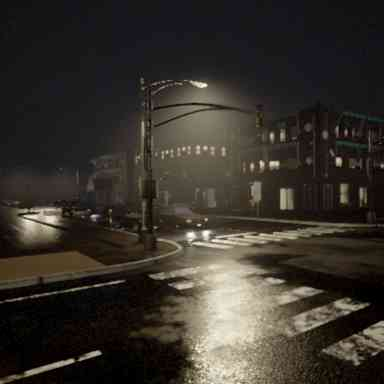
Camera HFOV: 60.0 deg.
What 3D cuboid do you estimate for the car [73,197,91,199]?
[{"bbox_3d":[-17.964,2.010,52.126,1.812,1.442,4.674,-1,0,-35],"label":"car"}]

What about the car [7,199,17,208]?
[{"bbox_3d":[-33.900,2.330,64.535,2.008,1.369,4.403,-2,0,-35],"label":"car"}]

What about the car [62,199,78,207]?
[{"bbox_3d":[-23.864,2.137,64.879,1.887,1.381,4.507,-2,0,-35],"label":"car"}]

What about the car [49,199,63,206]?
[{"bbox_3d":[-30.278,2.274,73.903,1.947,1.339,4.313,-2,0,-35],"label":"car"}]

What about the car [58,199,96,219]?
[{"bbox_3d":[-11.455,1.798,32.953,1.967,1.590,4.097,-2,0,-35],"label":"car"}]

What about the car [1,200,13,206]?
[{"bbox_3d":[-43.521,2.503,78.069,2.008,1.369,4.403,-2,0,-35],"label":"car"}]

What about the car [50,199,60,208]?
[{"bbox_3d":[-23.669,2.095,60.155,1.837,1.490,4.892,-1,0,-36],"label":"car"}]

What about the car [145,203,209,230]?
[{"bbox_3d":[-1.104,1.701,22.883,2.033,1.411,5.357,-1,0,-36],"label":"car"}]

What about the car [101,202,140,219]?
[{"bbox_3d":[-6.908,1.834,31.029,1.994,1.385,4.181,-1,0,-36],"label":"car"}]

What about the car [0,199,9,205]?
[{"bbox_3d":[-46.727,2.554,82.579,1.887,1.381,4.507,-2,0,-35],"label":"car"}]

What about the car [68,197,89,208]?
[{"bbox_3d":[-20.664,1.848,60.367,2.192,1.841,5.009,-2,0,-35],"label":"car"}]

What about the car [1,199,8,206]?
[{"bbox_3d":[-40.317,2.335,73.556,1.967,1.590,4.097,-2,0,-35],"label":"car"}]

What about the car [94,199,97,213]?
[{"bbox_3d":[-13.000,1.936,39.634,2.033,1.411,5.357,-1,0,-35],"label":"car"}]

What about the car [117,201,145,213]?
[{"bbox_3d":[-7.828,1.873,42.322,1.802,1.307,4.206,-2,0,-35],"label":"car"}]

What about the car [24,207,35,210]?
[{"bbox_3d":[-27.388,2.186,55.372,1.752,1.417,4.829,-2,0,-35],"label":"car"}]

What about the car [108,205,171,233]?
[{"bbox_3d":[-3.510,1.766,21.573,1.947,1.339,4.313,-2,0,-35],"label":"car"}]
